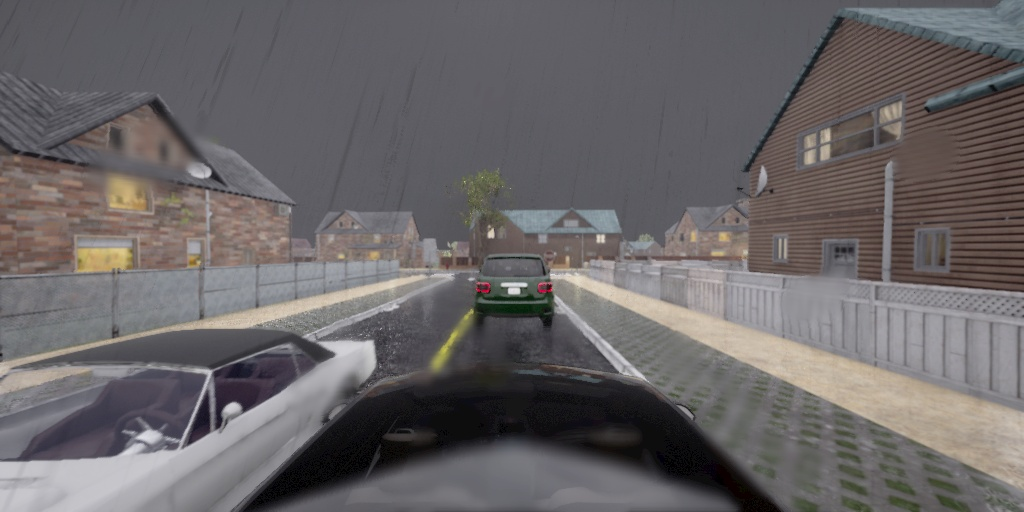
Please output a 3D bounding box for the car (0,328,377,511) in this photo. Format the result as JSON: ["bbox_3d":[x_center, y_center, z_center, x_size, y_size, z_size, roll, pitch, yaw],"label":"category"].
[{"bbox_3d":[-2.751,1.347,2.592,1.895,1.301,4.718,0,0,0],"label":"car"}]

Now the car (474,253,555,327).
[{"bbox_3d":[0.088,0.938,11.457,2.150,2.045,5.566,0,0,1],"label":"car"}]

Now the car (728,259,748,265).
[{"bbox_3d":[24.255,1.091,36.635,4.902,1.511,2.128,0,2,1],"label":"car"}]
